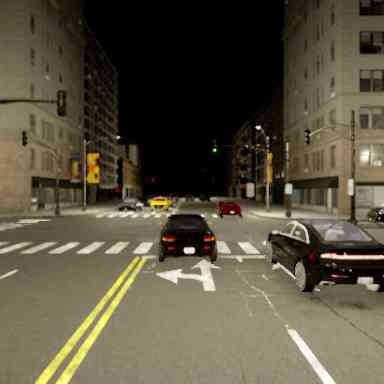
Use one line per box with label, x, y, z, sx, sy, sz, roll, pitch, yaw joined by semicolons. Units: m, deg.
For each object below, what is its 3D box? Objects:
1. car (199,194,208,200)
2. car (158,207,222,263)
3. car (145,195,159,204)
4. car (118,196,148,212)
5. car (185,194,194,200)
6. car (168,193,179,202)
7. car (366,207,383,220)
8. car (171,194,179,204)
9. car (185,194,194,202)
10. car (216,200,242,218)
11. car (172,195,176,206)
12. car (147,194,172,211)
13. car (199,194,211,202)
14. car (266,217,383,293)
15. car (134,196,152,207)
car;2.708;1.226;79.230;1.994;1.385;4.181;0;0;0
car;-0.225;1.482;11.709;1.812;1.442;4.674;0;0;-4
car;-6.891;1.308;57.515;1.812;1.442;4.674;0;0;0
car;-6.822;1.407;37.624;2.033;1.411;5.357;0;0;3
car;-0.541;1.223;79.157;1.994;1.385;4.181;0;0;0
car;-3.705;1.098;66.691;2.097;1.767;4.553;0;0;0
car;14.610;1.318;23.065;4.553;1.767;2.097;0;0;0
car;-3.647;1.139;56.729;2.097;1.767;4.553;0;0;0
car;-0.465;1.340;68.318;1.895;1.301;4.718;0;0;0
car;3.159;1.422;28.625;1.812;1.442;4.674;0;0;0
car;-3.648;1.425;47.278;1.895;1.301;4.718;0;0;0
car;-3.609;1.337;37.940;1.882;1.535;5.008;0;0;-1
car;2.794;1.294;67.060;2.033;1.411;5.357;0;0;0
car;3.293;1.460;8.754;2.128;1.511;4.902;0;0;0
car;-6.899;1.328;47.362;1.837;1.490;4.892;0;0;0
